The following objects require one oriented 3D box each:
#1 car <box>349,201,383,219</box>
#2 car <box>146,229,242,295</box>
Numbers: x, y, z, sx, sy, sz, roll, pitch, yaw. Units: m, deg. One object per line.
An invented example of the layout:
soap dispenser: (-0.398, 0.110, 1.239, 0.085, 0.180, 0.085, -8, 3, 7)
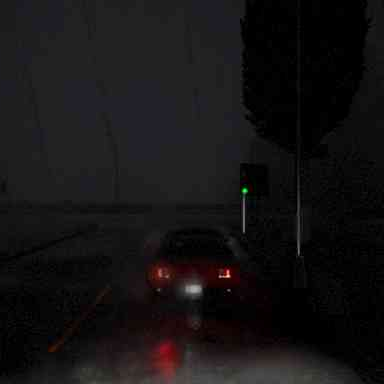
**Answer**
car: (15.601, 1.513, 28.679, 4.902, 1.511, 2.128, 0, 0, 0)
car: (0.067, 1.608, 8.708, 1.895, 1.301, 4.718, 0, 0, 1)
